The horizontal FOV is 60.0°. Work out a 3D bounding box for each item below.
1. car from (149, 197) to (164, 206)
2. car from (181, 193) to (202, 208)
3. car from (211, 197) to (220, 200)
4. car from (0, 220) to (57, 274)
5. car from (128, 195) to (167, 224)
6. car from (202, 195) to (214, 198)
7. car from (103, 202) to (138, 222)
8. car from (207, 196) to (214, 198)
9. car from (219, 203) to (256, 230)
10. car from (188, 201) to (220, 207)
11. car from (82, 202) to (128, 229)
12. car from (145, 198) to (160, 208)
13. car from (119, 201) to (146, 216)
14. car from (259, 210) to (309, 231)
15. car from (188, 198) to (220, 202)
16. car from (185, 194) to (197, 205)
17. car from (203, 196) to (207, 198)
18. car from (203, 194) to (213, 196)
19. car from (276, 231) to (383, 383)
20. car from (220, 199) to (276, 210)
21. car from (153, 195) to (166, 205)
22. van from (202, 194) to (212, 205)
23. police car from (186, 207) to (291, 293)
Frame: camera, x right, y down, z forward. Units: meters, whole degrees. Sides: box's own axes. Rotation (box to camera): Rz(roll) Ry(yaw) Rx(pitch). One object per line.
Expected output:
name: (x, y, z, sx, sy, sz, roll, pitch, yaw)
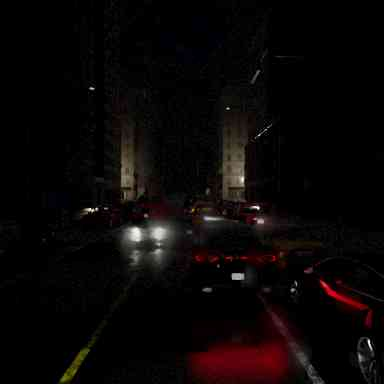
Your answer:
car: (-5.784, 1.561, 54.677, 1.947, 1.339, 4.313, 0, 0, 0)
car: (-0.087, 1.348, 46.854, 2.097, 1.767, 4.553, 0, 0, 0)
car: (2.800, 1.438, 27.084, 1.967, 1.590, 4.097, 0, 0, 0)
car: (-5.691, 1.581, 10.477, 1.802, 1.307, 4.206, 0, 0, 0)
car: (-3.053, 1.220, 24.848, 2.150, 2.045, 5.566, 0, 0, 0)
car: (2.753, 1.562, 49.178, 1.947, 1.339, 4.313, 0, 0, 0)
car: (-5.726, 1.564, 27.052, 1.947, 1.339, 4.313, 0, 0, 0)
car: (2.788, 1.437, 32.607, 1.967, 1.590, 4.097, 0, 0, 0)
car: (2.811, 1.524, 21.730, 1.752, 1.417, 4.829, 0, 0, 0)
car: (0.860, 1.477, 18.889, 1.882, 1.535, 5.008, 0, 0, 0)
car: (-5.714, 1.543, 21.527, 1.887, 1.381, 4.507, 0, 0, 0)
car: (-5.773, 1.578, 49.152, 1.802, 1.307, 4.206, 0, 0, 0)
car: (-5.737, 1.563, 32.577, 1.947, 1.339, 4.313, 0, 0, 0)
car: (2.835, 1.525, 10.683, 1.752, 1.417, 4.829, 0, 0, 0)
car: (0.847, 1.476, 24.889, 1.882, 1.535, 5.008, 0, 0, 0)
car: (-0.129, 1.347, 60.259, 2.097, 1.767, 4.553, 0, 0, 0)
car: (2.765, 1.547, 43.655, 2.008, 1.369, 4.403, 0, 0, 0)
car: (2.742, 1.310, 54.702, 2.192, 1.841, 5.009, 0, 0, 0)
car: (2.847, 1.566, 4.990, 1.947, 1.339, 4.313, 0, 0, 0)
car: (2.824, 1.314, 16.036, 2.192, 1.841, 5.009, 0, 0, 0)
car: (-5.796, 1.435, 60.202, 1.967, 1.590, 4.097, 0, 0, 0)
van: (2.730, 1.336, 60.226, 1.690, 1.788, 3.998, 0, 0, 0)
police car: (0.880, 1.425, 8.999, 1.930, 1.638, 5.238, 0, 0, 0)
